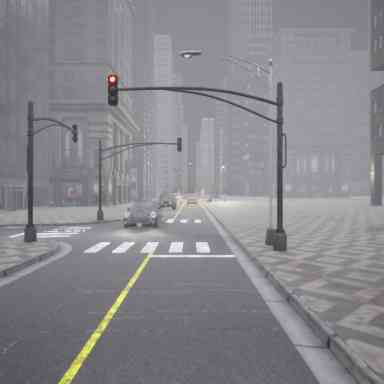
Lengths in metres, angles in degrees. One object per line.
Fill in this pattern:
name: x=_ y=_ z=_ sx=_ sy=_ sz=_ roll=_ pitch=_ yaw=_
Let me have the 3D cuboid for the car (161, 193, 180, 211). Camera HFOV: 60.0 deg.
car: x=-3.095 y=1.224 z=42.141 sx=2.150 sy=2.045 sz=5.566 roll=0 pitch=0 yaw=0

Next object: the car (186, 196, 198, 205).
car: x=0.007 y=1.489 z=57.641 sx=1.882 sy=1.535 sz=5.008 roll=0 pitch=0 yaw=0

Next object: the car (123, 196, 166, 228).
car: x=-3.101 y=1.354 z=21.856 sx=2.097 sy=1.767 sz=4.553 roll=0 pitch=0 yaw=0

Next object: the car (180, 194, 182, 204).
car: x=-2.993 y=1.232 z=62.772 sx=2.150 sy=2.045 sz=5.566 roll=0 pitch=0 yaw=0
